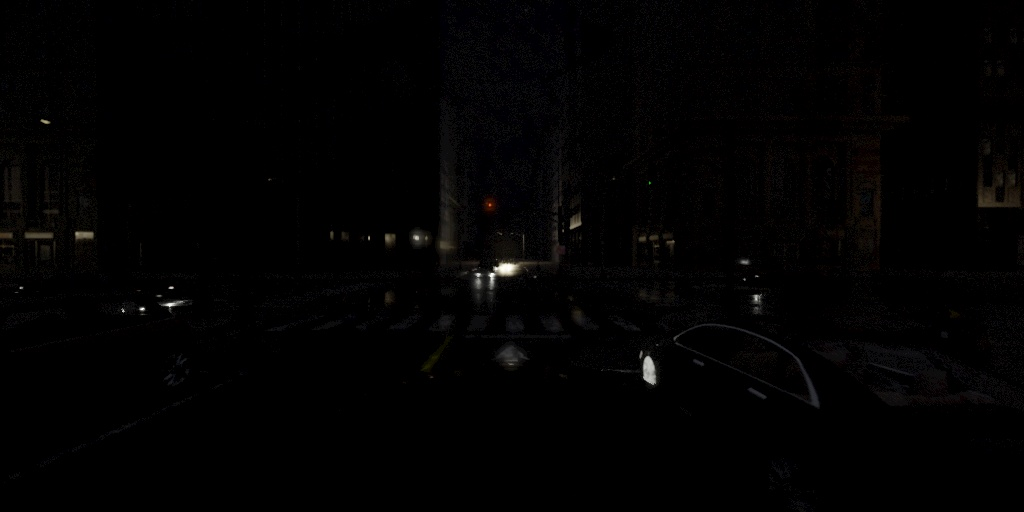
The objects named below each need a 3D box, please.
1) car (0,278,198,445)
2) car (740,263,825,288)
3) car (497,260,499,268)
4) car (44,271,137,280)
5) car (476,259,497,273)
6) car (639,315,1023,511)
[{"bbox_3d":[-5.768,1.187,3.716,1.967,1.591,4.097,0,0,0],"label":"car"},{"bbox_3d":[17.008,1.193,22.623,4.674,1.442,1.812,0,0,0],"label":"car"},{"bbox_3d":[-3.090,1.240,59.135,2.033,1.411,5.357,0,0,0],"label":"car"},{"bbox_3d":[-18.324,1.379,15.912,5.357,1.411,2.033,0,0,0],"label":"car"},{"bbox_3d":[-3.088,1.212,42.620,1.837,1.490,4.892,0,0,0],"label":"car"},{"bbox_3d":[2.757,1.298,3.745,2.007,1.370,4.403,0,0,0],"label":"car"}]
